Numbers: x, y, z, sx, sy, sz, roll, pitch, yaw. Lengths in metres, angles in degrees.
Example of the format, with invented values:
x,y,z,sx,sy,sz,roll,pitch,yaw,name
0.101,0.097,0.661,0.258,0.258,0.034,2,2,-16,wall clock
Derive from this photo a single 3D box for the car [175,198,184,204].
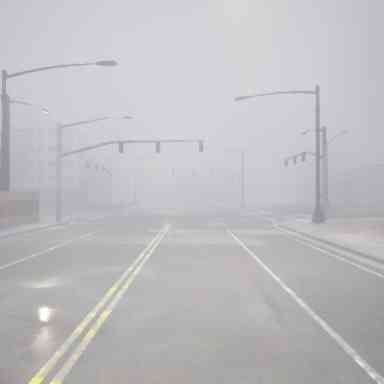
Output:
x,y,z,sx,sy,sz,roll,pitch,yaw,name
-3.120,2.366,86.146,1.994,1.385,4.181,0,-1,6,car
